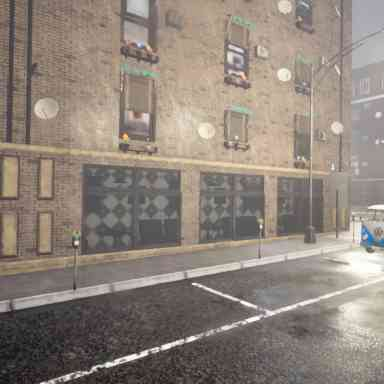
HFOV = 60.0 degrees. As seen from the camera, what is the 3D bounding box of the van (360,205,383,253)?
[{"bbox_3d":[7.800,1.345,12.215,3.998,1.788,1.690,0,1,-35],"label":"van"}]
